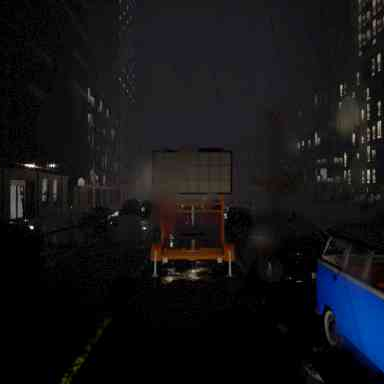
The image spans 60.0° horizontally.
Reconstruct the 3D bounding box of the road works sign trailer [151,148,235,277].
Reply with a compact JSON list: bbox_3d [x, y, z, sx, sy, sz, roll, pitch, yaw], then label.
[{"bbox_3d":[0.025,0.466,10.256,2.380,3.560,2.880,0,0,0],"label":"road works sign trailer"}]

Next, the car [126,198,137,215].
[{"bbox_3d":[-5.680,1.448,32.071,1.967,1.590,4.097,0,0,0],"label":"car"}]

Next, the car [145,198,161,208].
[{"bbox_3d":[-5.679,1.559,49.138,1.887,1.381,4.507,0,0,0],"label":"car"}]

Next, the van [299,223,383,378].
[{"bbox_3d":[2.699,1.342,3.604,1.690,1.788,3.998,0,0,0],"label":"van"}]

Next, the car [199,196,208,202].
[{"bbox_3d":[2.705,1.596,77.559,1.947,1.339,4.313,0,0,0],"label":"car"}]

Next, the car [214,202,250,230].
[{"bbox_3d":[2.699,1.555,20.670,2.008,1.369,4.403,0,0,0],"label":"car"}]

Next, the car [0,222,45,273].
[{"bbox_3d":[-5.684,1.568,9.314,1.947,1.339,4.313,0,0,0],"label":"car"}]

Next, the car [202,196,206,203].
[{"bbox_3d":[2.702,1.452,43.425,1.967,1.590,4.097,0,0,0],"label":"car"}]

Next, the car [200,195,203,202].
[{"bbox_3d":[2.702,1.599,54.804,1.802,1.307,4.206,0,0,0],"label":"car"}]

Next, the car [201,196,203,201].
[{"bbox_3d":[2.702,1.559,49.115,1.887,1.381,4.507,0,0,0],"label":"car"}]

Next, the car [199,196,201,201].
[{"bbox_3d":[2.703,1.570,60.493,2.008,1.369,4.403,0,0,0],"label":"car"}]

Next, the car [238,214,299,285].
[{"bbox_3d":[2.697,1.553,9.293,2.008,1.369,4.403,0,0,0],"label":"car"}]

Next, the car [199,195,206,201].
[{"bbox_3d":[2.707,1.564,89.107,1.752,1.417,4.829,0,0,0],"label":"car"}]

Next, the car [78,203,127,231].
[{"bbox_3d":[-5.682,1.555,20.692,2.008,1.369,4.403,0,0,0],"label":"car"}]

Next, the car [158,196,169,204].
[{"bbox_3d":[-5.677,1.567,66.205,1.887,1.381,4.507,0,0,0],"label":"car"}]

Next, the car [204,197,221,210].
[{"bbox_3d":[2.700,1.561,37.737,2.008,1.369,4.403,0,0,0],"label":"car"}]

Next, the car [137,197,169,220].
[{"bbox_3d":[-3.096,1.359,28.404,2.097,1.767,4.553,0,0,0],"label":"car"}]

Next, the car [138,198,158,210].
[{"bbox_3d":[-5.680,1.563,43.449,2.008,1.369,4.403,0,0,0],"label":"car"}]
